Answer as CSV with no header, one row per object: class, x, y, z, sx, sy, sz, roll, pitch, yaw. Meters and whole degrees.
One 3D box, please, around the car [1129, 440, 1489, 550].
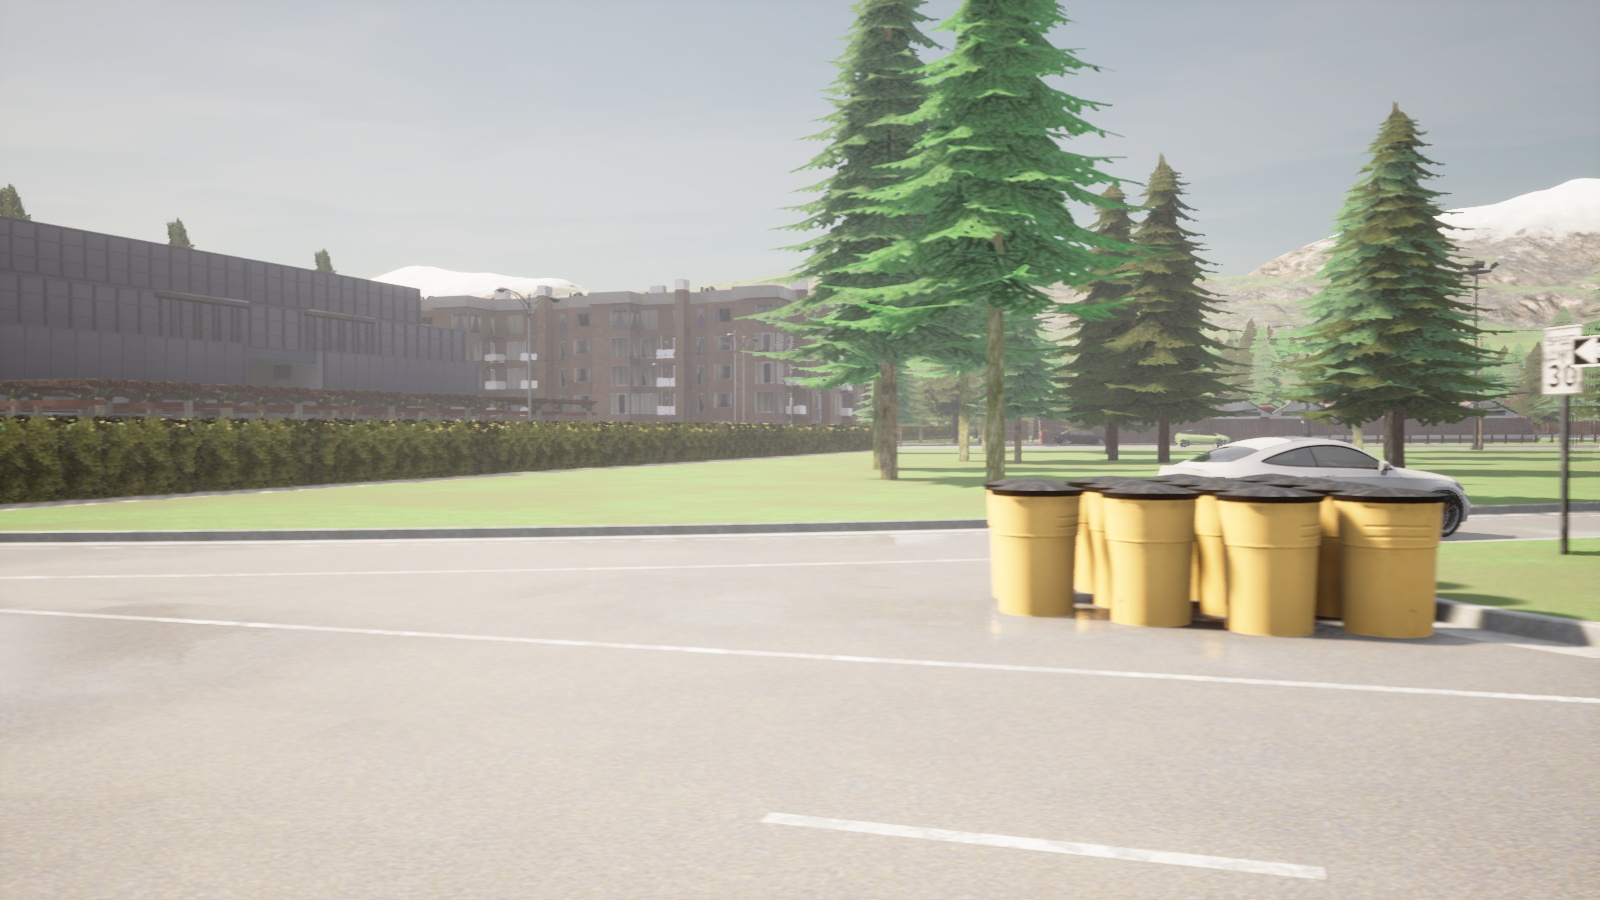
car,7.330,0.589,18.174,4.674,1.442,1.812,0,1,-16
